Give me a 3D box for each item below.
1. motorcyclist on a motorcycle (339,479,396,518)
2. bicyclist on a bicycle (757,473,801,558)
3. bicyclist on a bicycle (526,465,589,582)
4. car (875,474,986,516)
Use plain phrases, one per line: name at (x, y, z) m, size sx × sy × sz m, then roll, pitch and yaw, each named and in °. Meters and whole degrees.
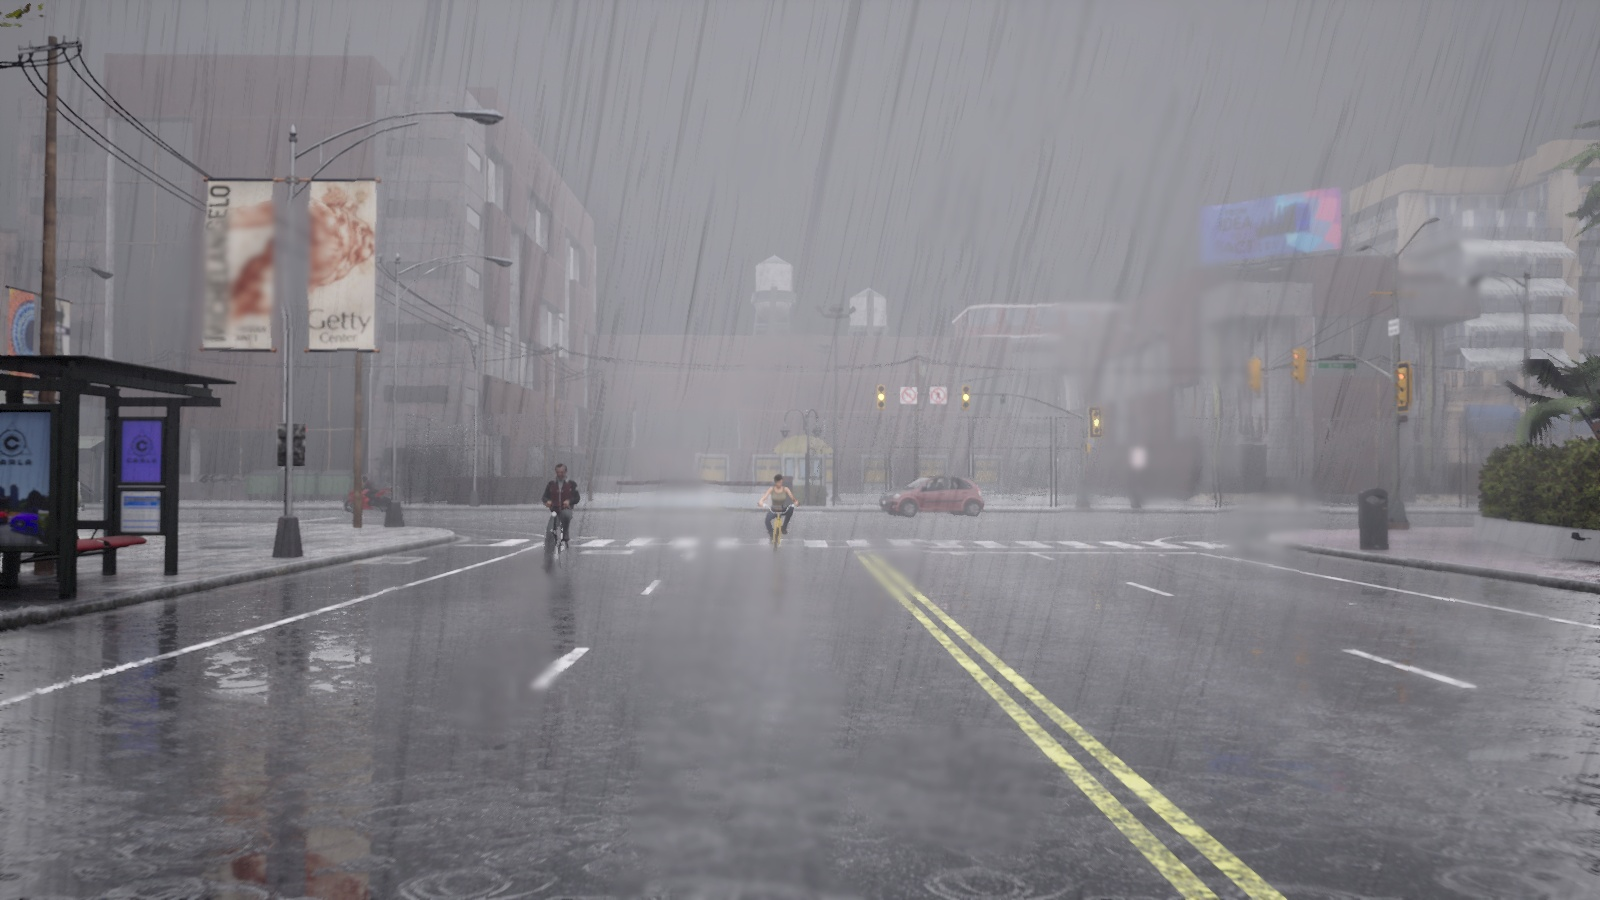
motorcyclist on a motorcycle at (-17.636, 1.965, 51.233) m, size 2.044 × 1.523 × 0.797 m, roll -1°, pitch -1°, yaw 0°
bicyclist on a bicycle at (-0.417, 1.306, 25.481) m, size 0.866 × 1.612 × 1.509 m, roll 0°, pitch 1°, yaw -1°
bicyclist on a bicycle at (-3.839, 1.135, 19.994) m, size 0.659 × 1.776 × 1.843 m, roll 0°, pitch -1°, yaw -1°
car at (5.174, 1.765, 49.966) m, size 3.988 × 1.617 × 1.851 m, roll 0°, pitch -1°, yaw -16°
